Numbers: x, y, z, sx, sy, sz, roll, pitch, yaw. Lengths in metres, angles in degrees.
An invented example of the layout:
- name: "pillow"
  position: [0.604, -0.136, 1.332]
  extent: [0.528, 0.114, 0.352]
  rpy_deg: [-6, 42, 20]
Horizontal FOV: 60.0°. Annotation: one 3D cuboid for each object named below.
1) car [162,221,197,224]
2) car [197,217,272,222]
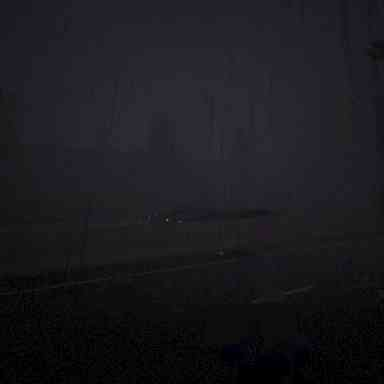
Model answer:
- name: "car"
  position: [0.913, 1.682, 21.717]
  extent: [5.357, 1.411, 2.033]
  rpy_deg: [1, 0, -36]
- name: "car"
  position: [2.946, 1.668, 18.868]
  extent: [4.892, 1.490, 1.837]
  rpy_deg: [1, 0, -36]
